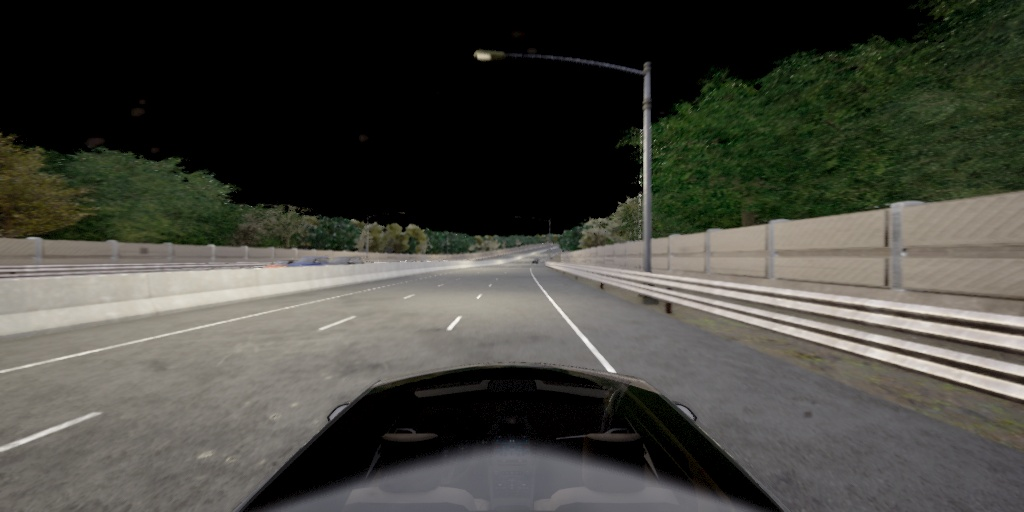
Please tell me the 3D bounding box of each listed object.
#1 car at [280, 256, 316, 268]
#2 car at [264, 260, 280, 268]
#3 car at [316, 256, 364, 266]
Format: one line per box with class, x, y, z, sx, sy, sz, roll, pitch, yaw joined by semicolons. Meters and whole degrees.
car;-20.597;1.053;36.788;2.150;2.045;5.566;0;0;2
car;-24.046;1.180;37.993;2.097;1.767;4.553;0;0;2
car;-17.100;1.063;36.633;2.150;2.045;5.566;0;0;2
